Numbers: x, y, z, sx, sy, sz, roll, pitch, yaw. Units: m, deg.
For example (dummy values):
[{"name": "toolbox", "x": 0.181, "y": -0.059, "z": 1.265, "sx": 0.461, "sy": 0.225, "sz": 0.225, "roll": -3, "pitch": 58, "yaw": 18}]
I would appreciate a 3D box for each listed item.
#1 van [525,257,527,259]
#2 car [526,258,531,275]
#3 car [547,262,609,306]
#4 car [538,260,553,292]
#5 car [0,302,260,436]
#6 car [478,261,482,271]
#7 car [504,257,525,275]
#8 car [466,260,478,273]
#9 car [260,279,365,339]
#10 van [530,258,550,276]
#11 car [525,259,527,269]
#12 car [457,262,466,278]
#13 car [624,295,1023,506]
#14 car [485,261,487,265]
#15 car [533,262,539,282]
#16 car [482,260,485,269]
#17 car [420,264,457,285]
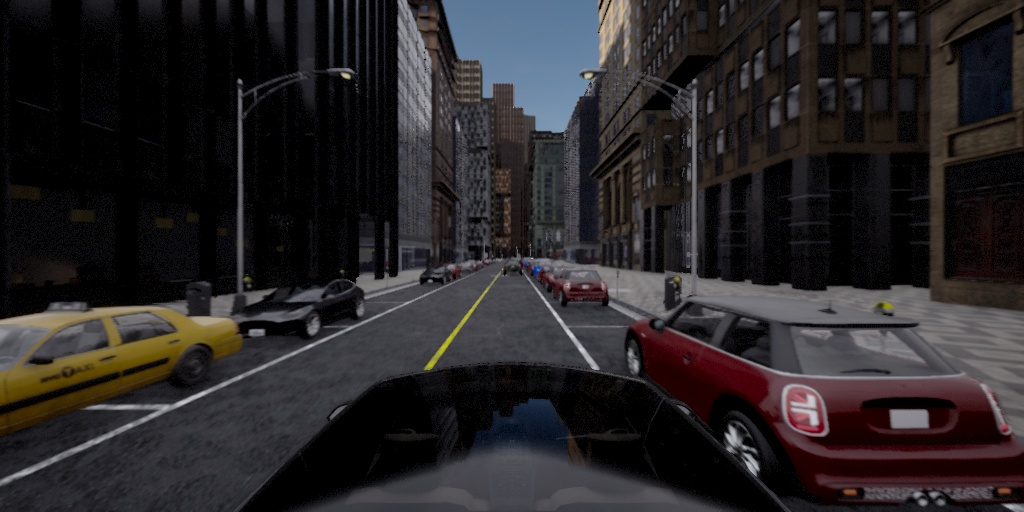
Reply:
[{"name": "van", "x": 2.855, "y": 1.216, "z": 55.348, "sx": 1.690, "sy": 1.789, "sz": 3.998, "roll": 0, "pitch": 0, "yaw": 0}, {"name": "car", "x": 2.856, "y": 1.274, "z": 38.402, "sx": 1.967, "sy": 1.591, "sz": 4.097, "roll": 0, "pitch": 0, "yaw": 0}, {"name": "car", "x": 2.856, "y": 1.221, "z": 15.808, "sx": 1.967, "sy": 1.591, "sz": 4.097, "roll": 0, "pitch": 0, "yaw": 0}, {"name": "car", "x": 2.856, "y": 1.234, "z": 21.456, "sx": 1.967, "sy": 1.591, "sz": 4.097, "roll": 0, "pitch": 0, "yaw": 0}, {"name": "car", "x": -5.668, "y": 1.282, "z": 4.336, "sx": 1.751, "sy": 1.417, "sz": 4.829, "roll": 0, "pitch": 0, "yaw": 0}, {"name": "car", "x": -5.670, "y": 1.301, "z": 49.696, "sx": 1.967, "sy": 1.591, "sz": 4.097, "roll": 0, "pitch": 0, "yaw": 0}, {"name": "car", "x": 0.099, "y": 1.193, "z": 41.689, "sx": 2.097, "sy": 1.767, "sz": 4.553, "roll": 0, "pitch": 0, "yaw": 0}, {"name": "car", "x": -5.669, "y": 1.398, "z": 44.047, "sx": 2.007, "sy": 1.370, "sz": 4.403, "roll": 0, "pitch": 0, "yaw": 0}, {"name": "car", "x": -5.669, "y": 1.335, "z": 10.155, "sx": 1.948, "sy": 1.339, "sz": 4.313, "roll": 0, "pitch": 0, "yaw": 0}, {"name": "van", "x": 2.856, "y": 1.162, "z": 32.754, "sx": 1.690, "sy": 1.789, "sz": 3.998, "roll": 0, "pitch": 0, "yaw": 0}, {"name": "car", "x": 2.856, "y": 1.393, "z": 44.051, "sx": 1.888, "sy": 1.381, "sz": 4.507, "roll": 0, "pitch": 0, "yaw": 0}, {"name": "car", "x": -5.669, "y": 1.366, "z": 32.749, "sx": 1.888, "sy": 1.381, "sz": 4.507, "roll": 0, "pitch": 0, "yaw": 0}, {"name": "car", "x": 2.857, "y": 1.196, "z": 4.512, "sx": 1.967, "sy": 1.591, "sz": 4.097, "roll": 0, "pitch": 0, "yaw": 0}, {"name": "car", "x": -5.670, "y": 1.471, "z": 60.993, "sx": 1.802, "sy": 1.307, "sz": 4.207, "roll": 0, "pitch": 0, "yaw": 0}, {"name": "car", "x": 2.856, "y": 1.353, "z": 27.105, "sx": 1.888, "sy": 1.381, "sz": 4.507, "roll": 0, "pitch": 0, "yaw": 0}, {"name": "car", "x": -5.670, "y": 1.426, "z": 55.345, "sx": 2.007, "sy": 1.370, "sz": 4.403, "roll": 0, "pitch": 0, "yaw": 0}, {"name": "car", "x": -5.669, "y": 1.374, "z": 27.100, "sx": 1.948, "sy": 1.339, "sz": 4.313, "roll": 0, "pitch": 0, "yaw": 0}]
